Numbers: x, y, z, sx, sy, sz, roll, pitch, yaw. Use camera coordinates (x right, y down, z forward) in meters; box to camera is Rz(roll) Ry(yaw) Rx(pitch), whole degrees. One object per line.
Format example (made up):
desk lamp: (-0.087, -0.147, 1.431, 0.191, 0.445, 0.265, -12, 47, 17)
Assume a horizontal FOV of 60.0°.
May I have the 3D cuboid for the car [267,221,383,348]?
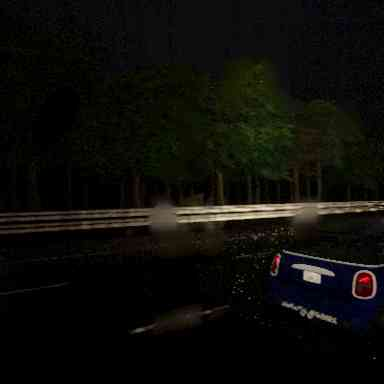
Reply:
car: (3.608, 1.354, 6.444, 4.553, 1.767, 2.097, 0, 0, -36)
